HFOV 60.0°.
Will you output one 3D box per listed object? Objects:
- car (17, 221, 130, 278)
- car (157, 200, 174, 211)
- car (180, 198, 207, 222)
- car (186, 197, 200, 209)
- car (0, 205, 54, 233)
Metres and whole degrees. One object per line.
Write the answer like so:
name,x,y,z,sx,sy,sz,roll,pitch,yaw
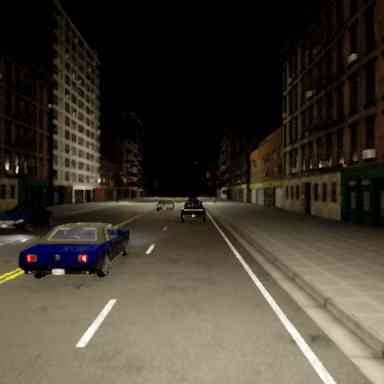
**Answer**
car,-3.150,1.595,10.075,1.895,1.301,4.718,0,0,0
car,-3.149,1.580,40.542,1.895,1.301,4.718,0,0,0
car,0.100,1.477,25.835,2.128,1.511,4.902,0,0,0
car,0.101,1.503,46.468,1.812,1.442,4.674,0,0,0
car,-9.762,1.515,19.668,1.812,1.442,4.674,0,0,0
